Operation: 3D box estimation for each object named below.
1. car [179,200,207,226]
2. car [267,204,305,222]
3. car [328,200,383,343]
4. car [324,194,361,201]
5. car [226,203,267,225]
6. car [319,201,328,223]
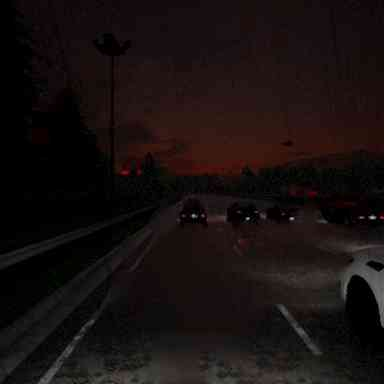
[{"bbox_3d":[0.097,1.552,23.303,2.033,1.411,5.357,0,0,0],"label":"car"},{"bbox_3d":[7.097,1.606,25.841,1.895,1.301,4.718,0,0,0],"label":"car"},{"bbox_3d":[3.601,1.224,3.286,2.150,2.045,5.566,0,0,0],"label":"car"},{"bbox_3d":[14.095,1.230,31.706,2.150,2.045,5.566,0,0,0],"label":"car"},{"bbox_3d":[3.597,1.498,23.830,2.128,1.511,4.902,0,0,0],"label":"car"},{"bbox_3d":[10.597,1.552,22.056,2.033,1.411,5.357,0,0,0],"label":"car"}]
